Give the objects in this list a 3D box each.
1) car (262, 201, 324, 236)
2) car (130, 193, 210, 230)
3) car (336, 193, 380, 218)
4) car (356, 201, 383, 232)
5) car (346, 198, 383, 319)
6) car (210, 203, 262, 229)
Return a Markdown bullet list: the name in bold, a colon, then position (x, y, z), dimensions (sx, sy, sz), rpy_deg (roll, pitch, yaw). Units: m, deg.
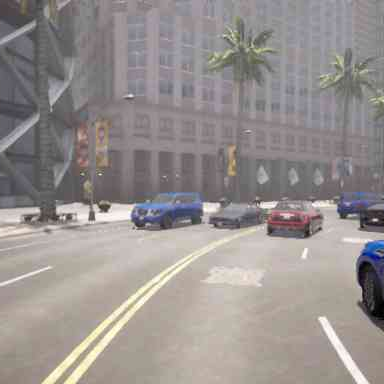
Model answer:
- **car**: position (5.671, 1.236, 17.896), dimensions (2.097, 1.767, 4.553), rpy_deg (1, 1, 31)
- **car**: position (-1.329, 1.065, 20.382), dimensions (2.150, 2.045, 5.566), rpy_deg (0, 0, 31)
- **car**: position (13.716, 1.066, 26.475), dimensions (5.566, 2.045, 2.150), rpy_deg (0, 1, -38)
- **car**: position (11.583, 1.363, 20.006), dimensions (1.882, 1.535, 5.008), rpy_deg (0, 1, 40)
- **car**: position (3.972, 1.201, 4.034), dimensions (2.150, 2.045, 5.566), rpy_deg (0, 0, 7)
- **car**: position (3.060, 1.400, 20.909), dimensions (2.033, 1.411, 5.357), rpy_deg (0, 0, 35)
